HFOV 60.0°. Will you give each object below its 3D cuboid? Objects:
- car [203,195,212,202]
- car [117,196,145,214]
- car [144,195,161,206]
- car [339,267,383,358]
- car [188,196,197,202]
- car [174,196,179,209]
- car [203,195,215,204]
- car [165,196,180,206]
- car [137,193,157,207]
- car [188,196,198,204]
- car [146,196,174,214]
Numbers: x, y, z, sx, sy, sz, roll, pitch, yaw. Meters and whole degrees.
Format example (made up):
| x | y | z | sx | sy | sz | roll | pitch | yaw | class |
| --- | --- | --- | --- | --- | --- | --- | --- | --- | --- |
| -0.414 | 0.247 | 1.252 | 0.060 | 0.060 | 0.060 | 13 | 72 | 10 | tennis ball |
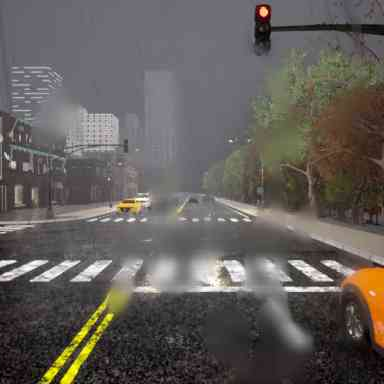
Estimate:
| x | y | z | sx | sy | sz | roll | pitch | yaw | class |
| --- | --- | --- | --- | --- | --- | --- | --- | --- | --- |
| 3.415 | 1.445 | 74.889 | 1.882 | 1.535 | 5.008 | 0 | 0 | 0 | car |
| -6.517 | 1.466 | 34.900 | 1.882 | 1.535 | 5.008 | 0 | 0 | 0 | car |
| -6.465 | 1.331 | 54.799 | 2.097 | 1.767 | 4.553 | 0 | 0 | 0 | car |
| 3.359 | 1.351 | 3.408 | 2.097 | 1.767 | 4.553 | 0 | 0 | 0 | car |
| 0.165 | 1.563 | 74.941 | 1.895 | 1.301 | 4.718 | 0 | 0 | 0 | car |
| -3.243 | 1.547 | 44.923 | 1.994 | 1.385 | 4.181 | 0 | 0 | 0 | car |
| 3.488 | 1.465 | 64.724 | 2.128 | 1.511 | 4.902 | 0 | 0 | 0 | car |
| -3.215 | 1.470 | 54.951 | 2.128 | 1.511 | 4.902 | 0 | 0 | 0 | car |
| -6.492 | 1.205 | 44.838 | 2.150 | 2.045 | 5.566 | 0 | 0 | 0 | car |
| 0.238 | 1.521 | 64.448 | 2.033 | 1.411 | 5.357 | 0 | 0 | 1 | car |
| -3.270 | 1.466 | 34.913 | 1.882 | 1.535 | 5.008 | 0 | 0 | 0 | car |
